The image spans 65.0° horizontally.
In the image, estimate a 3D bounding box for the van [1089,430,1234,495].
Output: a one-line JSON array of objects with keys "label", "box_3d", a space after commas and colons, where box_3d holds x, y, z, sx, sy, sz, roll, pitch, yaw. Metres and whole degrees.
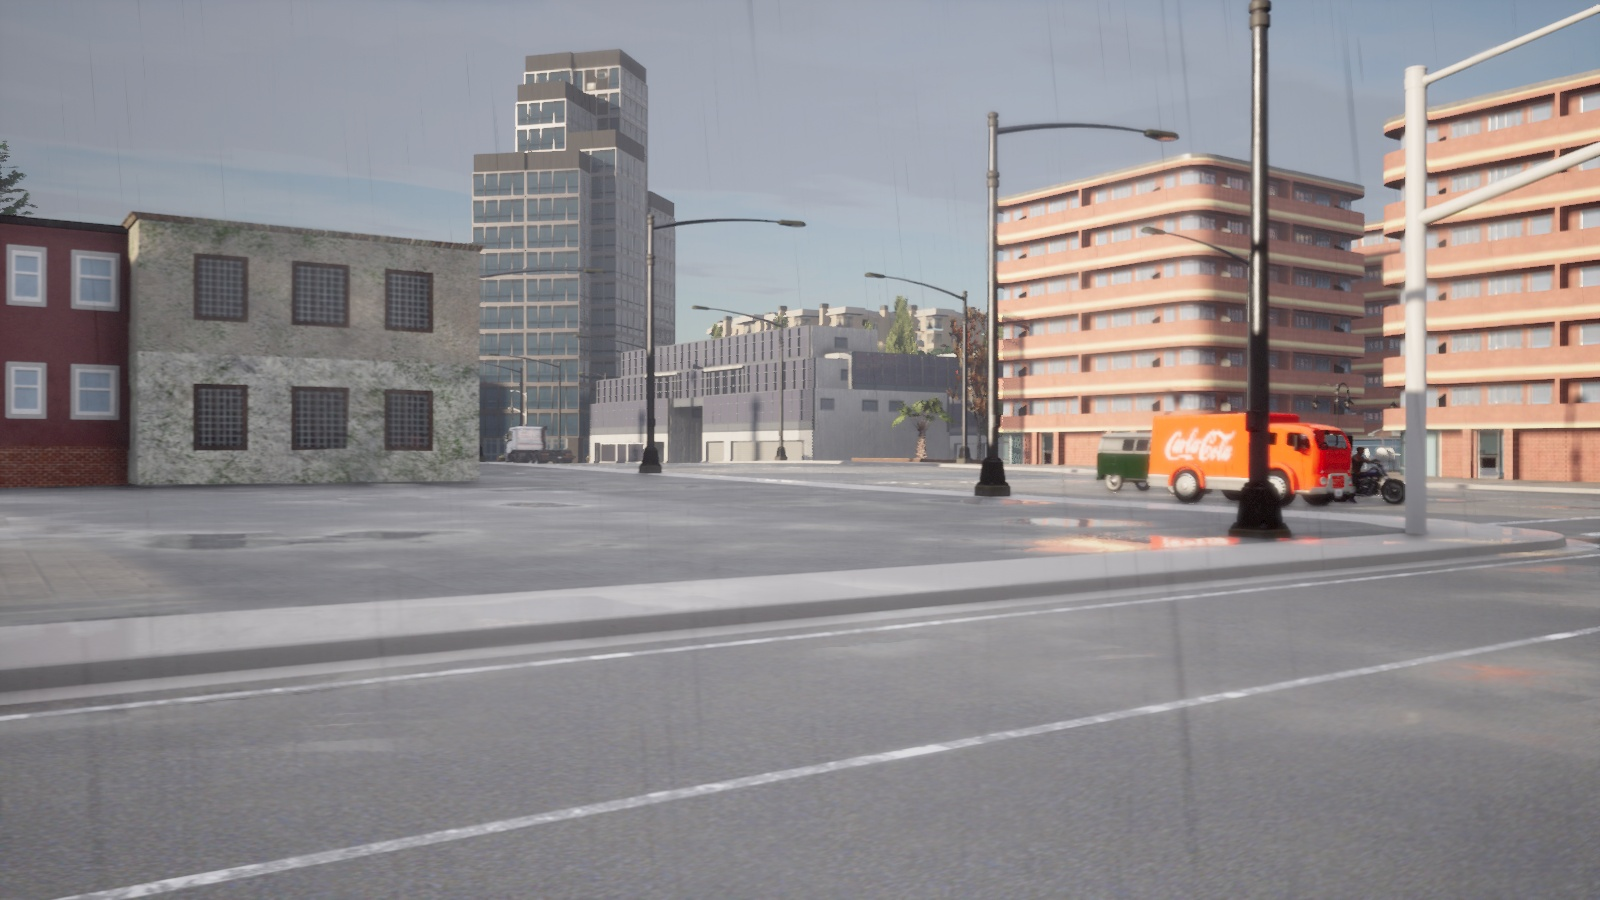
[{"label": "van", "box_3d": [11.776, 0.357, 41.195, 1.775, 1.987, 4.442, 0, 1, -34]}]

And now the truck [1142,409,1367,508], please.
[{"label": "truck", "box_3d": [12.267, 0.182, 34.257, 2.627, 2.467, 5.204, 0, 1, -35]}]

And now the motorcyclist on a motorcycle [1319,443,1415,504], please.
[{"label": "motorcyclist on a motorcycle", "box_3d": [15.837, 0.627, 35.130, 0.766, 1.649, 2.350, 0, 1, -35]}]
